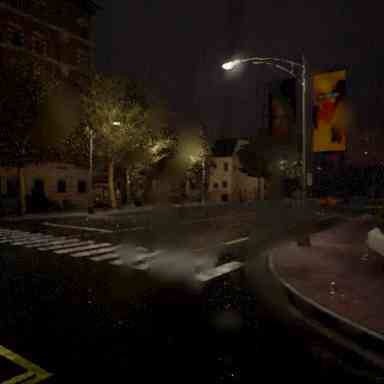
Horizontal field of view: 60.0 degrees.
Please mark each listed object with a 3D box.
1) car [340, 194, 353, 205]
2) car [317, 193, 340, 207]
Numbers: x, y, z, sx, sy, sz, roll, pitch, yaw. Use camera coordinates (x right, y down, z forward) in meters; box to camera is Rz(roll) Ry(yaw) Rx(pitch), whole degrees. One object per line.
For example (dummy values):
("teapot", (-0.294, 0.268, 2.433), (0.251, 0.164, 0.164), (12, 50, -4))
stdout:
("car", (26.125, 1.463, 58.122), (2.033, 1.411, 5.357), (0, 0, 36))
("car", (20.285, 1.394, 49.850), (1.882, 1.535, 5.008), (0, 0, 35))
